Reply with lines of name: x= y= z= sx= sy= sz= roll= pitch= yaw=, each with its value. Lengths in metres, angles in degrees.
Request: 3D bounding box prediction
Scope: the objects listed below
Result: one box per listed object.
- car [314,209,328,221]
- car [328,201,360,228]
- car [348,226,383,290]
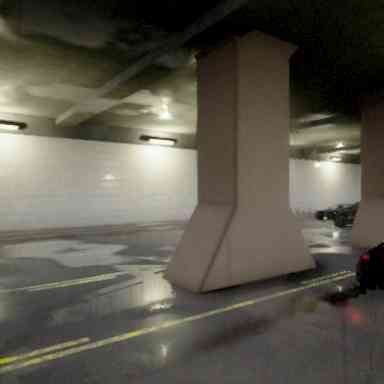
car: x=11.279 y=1.539 z=24.950 sx=4.718 sy=1.301 sz=1.895 roll=0 pitch=0 yaw=-36
car: x=10.706 y=1.299 z=20.247 sx=4.553 sy=1.767 sz=2.097 roll=0 pitch=0 yaw=-36
car: x=5.736 y=1.540 z=7.841 sx=4.181 sy=1.385 sz=1.994 roll=0 pitch=0 yaw=-36
